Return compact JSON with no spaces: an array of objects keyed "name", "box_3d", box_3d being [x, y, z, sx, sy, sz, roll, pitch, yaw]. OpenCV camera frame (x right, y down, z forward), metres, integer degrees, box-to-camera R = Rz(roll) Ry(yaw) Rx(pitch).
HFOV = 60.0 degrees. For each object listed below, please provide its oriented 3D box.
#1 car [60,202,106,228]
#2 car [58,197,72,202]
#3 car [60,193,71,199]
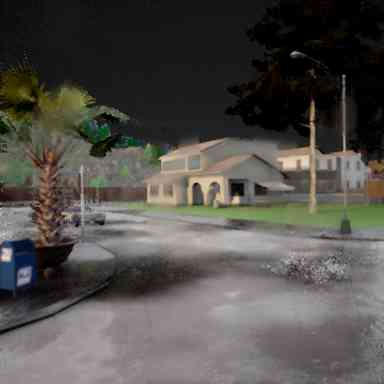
[{"name":"car","box_3d":[-7.402,1.586,22.533,1.895,1.301,4.718,-1,0,-33]},{"name":"car","box_3d":[-13.068,1.524,31.249,1.837,1.490,4.892,-1,0,-33]},{"name":"car","box_3d":[-18.838,1.229,48.423,2.150,2.045,5.566,-1,0,-24]}]
